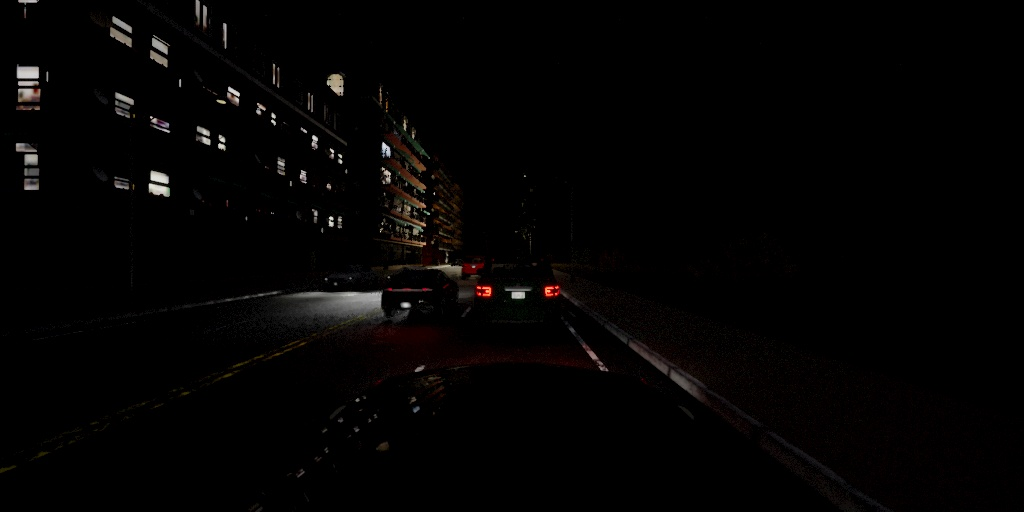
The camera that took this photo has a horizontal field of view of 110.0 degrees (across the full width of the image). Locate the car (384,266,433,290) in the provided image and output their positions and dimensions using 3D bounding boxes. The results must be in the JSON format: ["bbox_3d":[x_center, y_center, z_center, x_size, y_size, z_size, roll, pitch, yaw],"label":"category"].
[{"bbox_3d":[-6.599,1.354,23.433,1.895,1.301,4.718,0,0,0],"label":"car"}]

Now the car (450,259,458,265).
[{"bbox_3d":[-9.802,1.255,64.269,1.837,1.490,4.892,0,0,0],"label":"car"}]

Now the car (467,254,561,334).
[{"bbox_3d":[0.102,0.973,10.721,2.150,2.045,5.566,0,0,-1],"label":"car"}]

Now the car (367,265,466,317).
[{"bbox_3d":[-3.151,1.241,13.046,2.128,1.511,4.902,0,0,0],"label":"car"}]

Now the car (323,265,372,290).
[{"bbox_3d":[-9.849,1.278,22.335,1.812,1.442,4.674,0,0,0],"label":"car"}]

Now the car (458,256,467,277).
[{"bbox_3d":[-3.146,0.977,31.976,2.150,2.045,5.566,0,0,0],"label":"car"}]
